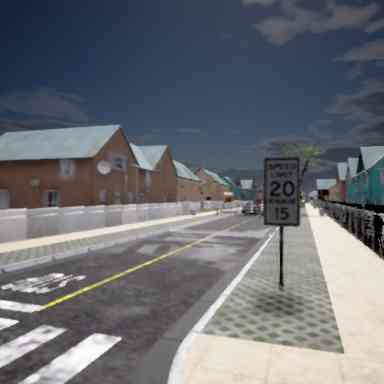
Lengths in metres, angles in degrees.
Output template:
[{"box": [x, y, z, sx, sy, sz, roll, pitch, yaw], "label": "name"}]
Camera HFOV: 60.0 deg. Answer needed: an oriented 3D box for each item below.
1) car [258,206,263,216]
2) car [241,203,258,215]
[{"box": [9.234, 2.135, 38.633, 1.994, 1.385, 4.181, 0, -1, 19], "label": "car"}, {"box": [7.628, 2.172, 42.702, 2.033, 1.411, 5.357, 0, -1, 19], "label": "car"}]
